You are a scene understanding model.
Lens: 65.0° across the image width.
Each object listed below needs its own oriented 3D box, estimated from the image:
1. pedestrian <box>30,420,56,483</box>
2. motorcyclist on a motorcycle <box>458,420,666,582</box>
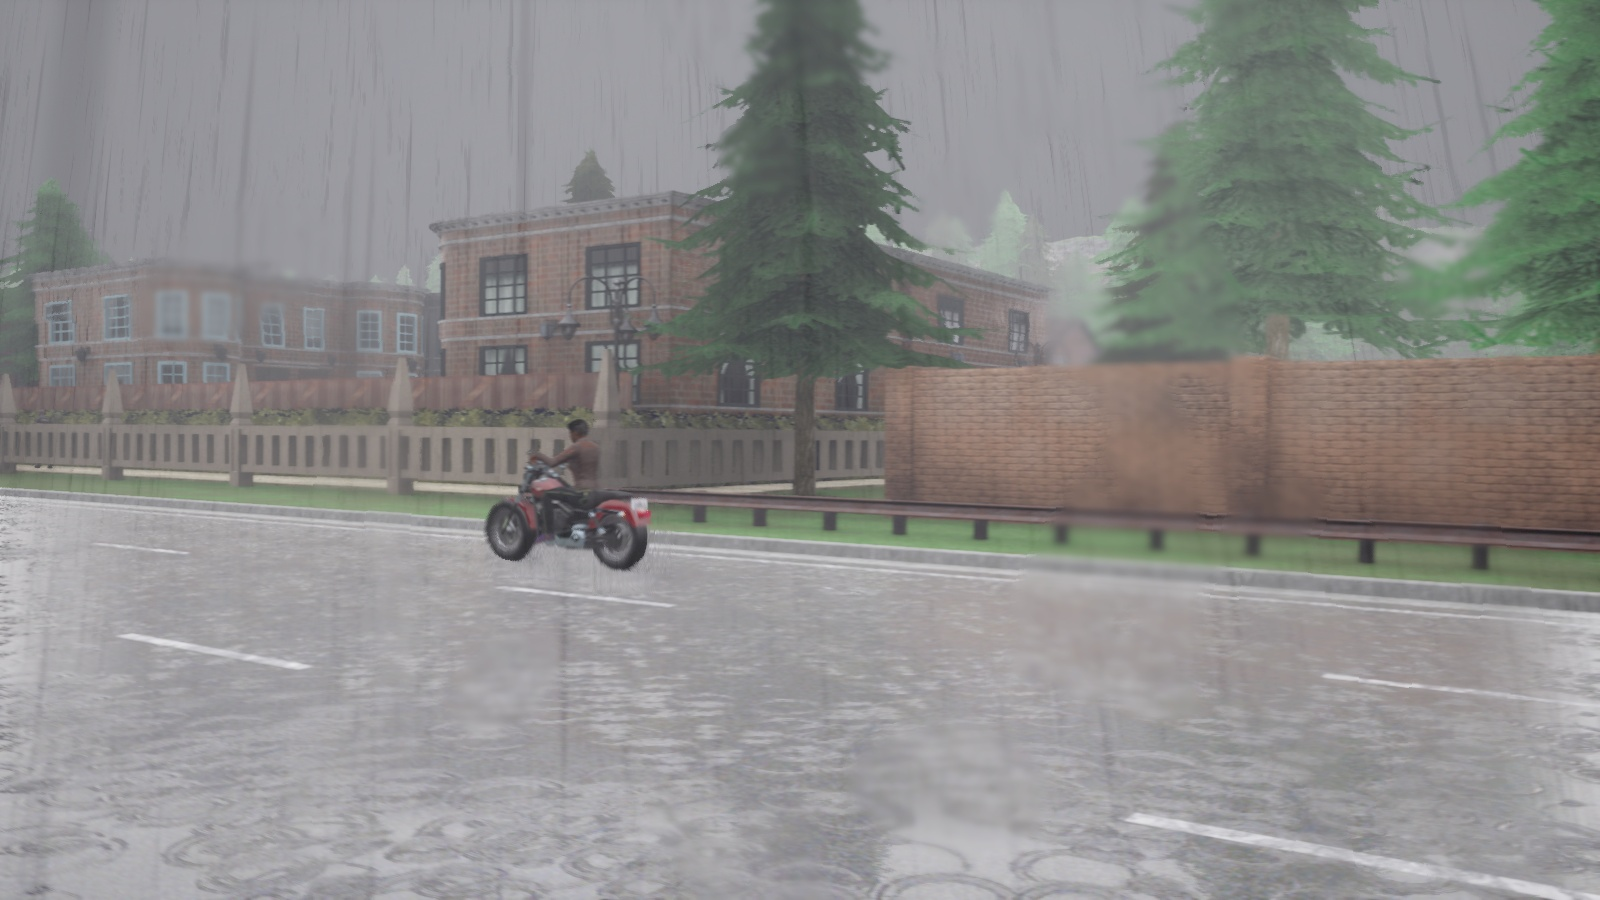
[{"bbox_3d":[-22.530,0.034,37.363,0.720,1.854,0.376,0,1,34],"label":"pedestrian"},{"bbox_3d":[-2.639,0.517,13.779,2.350,1.649,0.766,0,1,34],"label":"motorcyclist on a motorcycle"}]
